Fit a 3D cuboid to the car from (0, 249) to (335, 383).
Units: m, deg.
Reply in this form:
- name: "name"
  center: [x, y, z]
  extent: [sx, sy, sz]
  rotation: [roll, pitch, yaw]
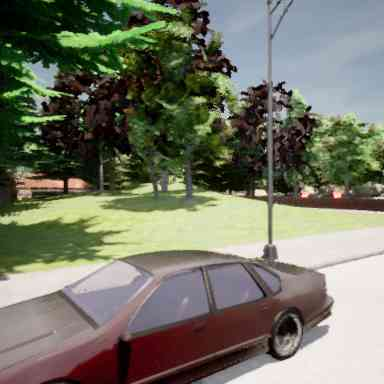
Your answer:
- name: "car"
  center: [-0.316, 1.539, 4.381]
  extent: [5.357, 1.411, 2.033]
  rotation: [0, 0, -35]
